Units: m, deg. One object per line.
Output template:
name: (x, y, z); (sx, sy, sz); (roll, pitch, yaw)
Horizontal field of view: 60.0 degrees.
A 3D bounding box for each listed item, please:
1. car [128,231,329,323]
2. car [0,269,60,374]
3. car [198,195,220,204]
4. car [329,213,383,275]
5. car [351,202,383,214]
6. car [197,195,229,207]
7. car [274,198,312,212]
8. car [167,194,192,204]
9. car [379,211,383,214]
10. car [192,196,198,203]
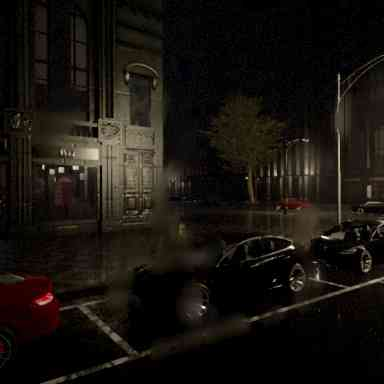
car: (0.771, 1.566, 7.200); (4.313, 1.339, 1.947); (0, 0, -36)
car: (-3.816, 1.582, 3.924); (4.206, 1.307, 1.802); (0, 0, -36)
car: (3.320, 1.473, 65.460); (2.097, 1.767, 4.553); (0, 0, -35)
car: (5.358, 1.566, 10.476); (4.313, 1.339, 1.947); (0, 0, -36)
car: (18.483, 1.652, 32.929); (1.895, 1.301, 4.718); (0, 0, -36)
car: (3.639, 1.671, 53.646); (2.033, 1.411, 5.357); (0, 0, -35)
car: (12.493, 1.558, 41.276); (1.882, 1.535, 5.008); (0, 0, -36)
car: (-3.098, 1.378, 68.748); (2.150, 2.045, 5.566); (0, 0, -36)
car: (9.945, 1.552, 13.752); (4.403, 1.369, 2.008); (0, 0, -36)
car: (2.842, 1.617, 60.558); (2.128, 1.511, 4.902); (0, 0, -35)
